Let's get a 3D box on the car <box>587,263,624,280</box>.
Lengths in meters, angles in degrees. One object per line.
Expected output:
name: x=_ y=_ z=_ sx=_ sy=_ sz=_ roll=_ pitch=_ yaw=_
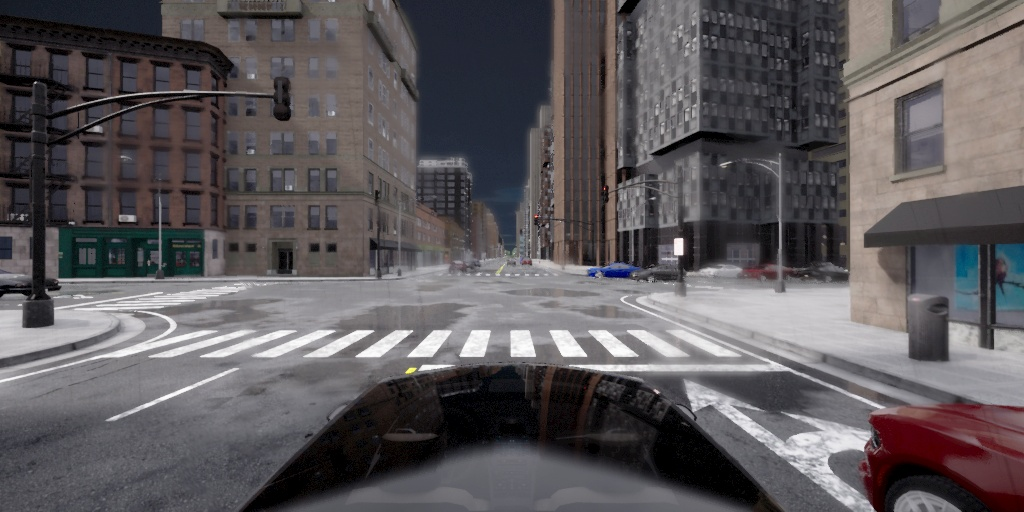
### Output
car: x=9.555 y=1.404 z=33.479 sx=5.008 sy=1.535 sz=1.882 roll=1 pitch=0 yaw=0

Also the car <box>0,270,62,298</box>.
car: x=-22.317 y=1.031 z=14.441 sx=5.357 sy=1.411 sz=2.033 roll=1 pitch=0 yaw=-16

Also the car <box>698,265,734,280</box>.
car: x=21.025 y=1.579 z=35.930 sx=4.674 sy=1.442 sz=1.812 roll=1 pitch=0 yaw=-16

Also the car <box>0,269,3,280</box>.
car: x=-21.029 y=1.020 z=11.451 sx=5.357 sy=1.411 sz=2.033 roll=1 pitch=0 yaw=-13

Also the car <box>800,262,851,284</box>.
car: x=27.105 y=1.550 z=30.715 sx=5.008 sy=1.535 sz=1.882 roll=1 pitch=-1 yaw=-16

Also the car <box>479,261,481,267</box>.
car: x=-6.673 y=1.321 z=64.625 sx=1.994 sy=1.385 sz=4.181 roll=0 pitch=0 yaw=0

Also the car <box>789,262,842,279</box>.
car: x=33.153 y=1.545 z=39.177 sx=4.553 sy=1.767 sz=2.097 roll=1 pitch=0 yaw=-13

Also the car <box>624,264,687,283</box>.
car: x=12.135 y=1.428 z=29.742 sx=4.892 sy=1.490 sz=1.837 roll=1 pitch=-1 yaw=-18

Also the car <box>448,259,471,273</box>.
car: x=-6.672 y=1.281 z=44.703 sx=1.812 sy=1.442 sz=4.674 roll=0 pitch=0 yaw=0

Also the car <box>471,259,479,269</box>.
car: x=-6.683 y=1.249 z=54.663 sx=2.128 sy=1.511 sz=4.902 roll=0 pitch=0 yaw=0

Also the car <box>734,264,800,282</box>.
car: x=23.722 y=1.537 z=33.329 sx=5.008 sy=1.535 sz=1.882 roll=1 pitch=0 yaw=-16

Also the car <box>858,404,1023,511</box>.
car: x=3.353 y=1.228 z=0.399 sx=1.882 sy=1.535 sz=5.008 roll=0 pitch=0 yaw=0

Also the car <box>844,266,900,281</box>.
car: x=36.814 y=1.739 z=36.699 sx=4.674 sy=1.442 sz=1.812 roll=1 pitch=0 yaw=-13
